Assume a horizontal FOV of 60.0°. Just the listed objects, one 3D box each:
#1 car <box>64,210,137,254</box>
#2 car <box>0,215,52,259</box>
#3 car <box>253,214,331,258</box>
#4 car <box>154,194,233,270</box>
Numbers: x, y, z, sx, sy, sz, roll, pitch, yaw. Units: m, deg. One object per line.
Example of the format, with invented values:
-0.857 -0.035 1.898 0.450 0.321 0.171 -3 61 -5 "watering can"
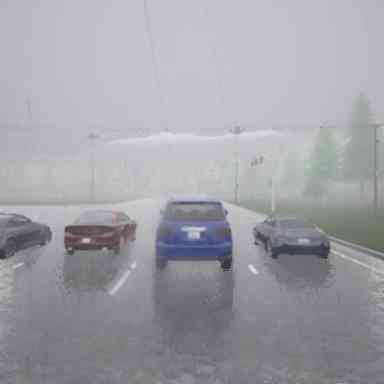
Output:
-3.433 1.439 13.333 1.882 1.535 5.008 0 0 0 "car"
-6.937 1.527 12.413 1.994 1.385 4.181 0 0 0 "car"
3.564 1.527 12.588 1.994 1.385 4.181 0 0 0 "car"
0.056 1.188 11.097 2.150 2.045 5.566 0 0 0 "car"
